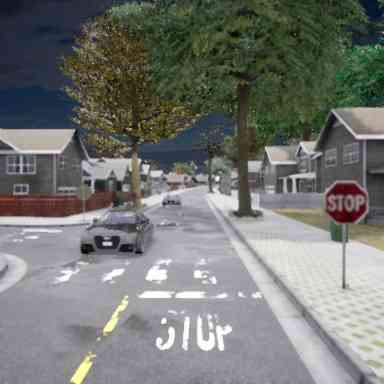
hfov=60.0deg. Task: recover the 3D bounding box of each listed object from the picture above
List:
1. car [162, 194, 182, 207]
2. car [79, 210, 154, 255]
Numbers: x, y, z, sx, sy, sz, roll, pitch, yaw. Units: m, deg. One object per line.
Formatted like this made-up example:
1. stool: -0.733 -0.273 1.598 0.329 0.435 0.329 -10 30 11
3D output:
1. car: -2.174 0.880 36.729 1.994 1.385 4.181 0 1 1
2. car: -2.576 1.363 12.214 1.994 1.385 4.181 0 1 1
